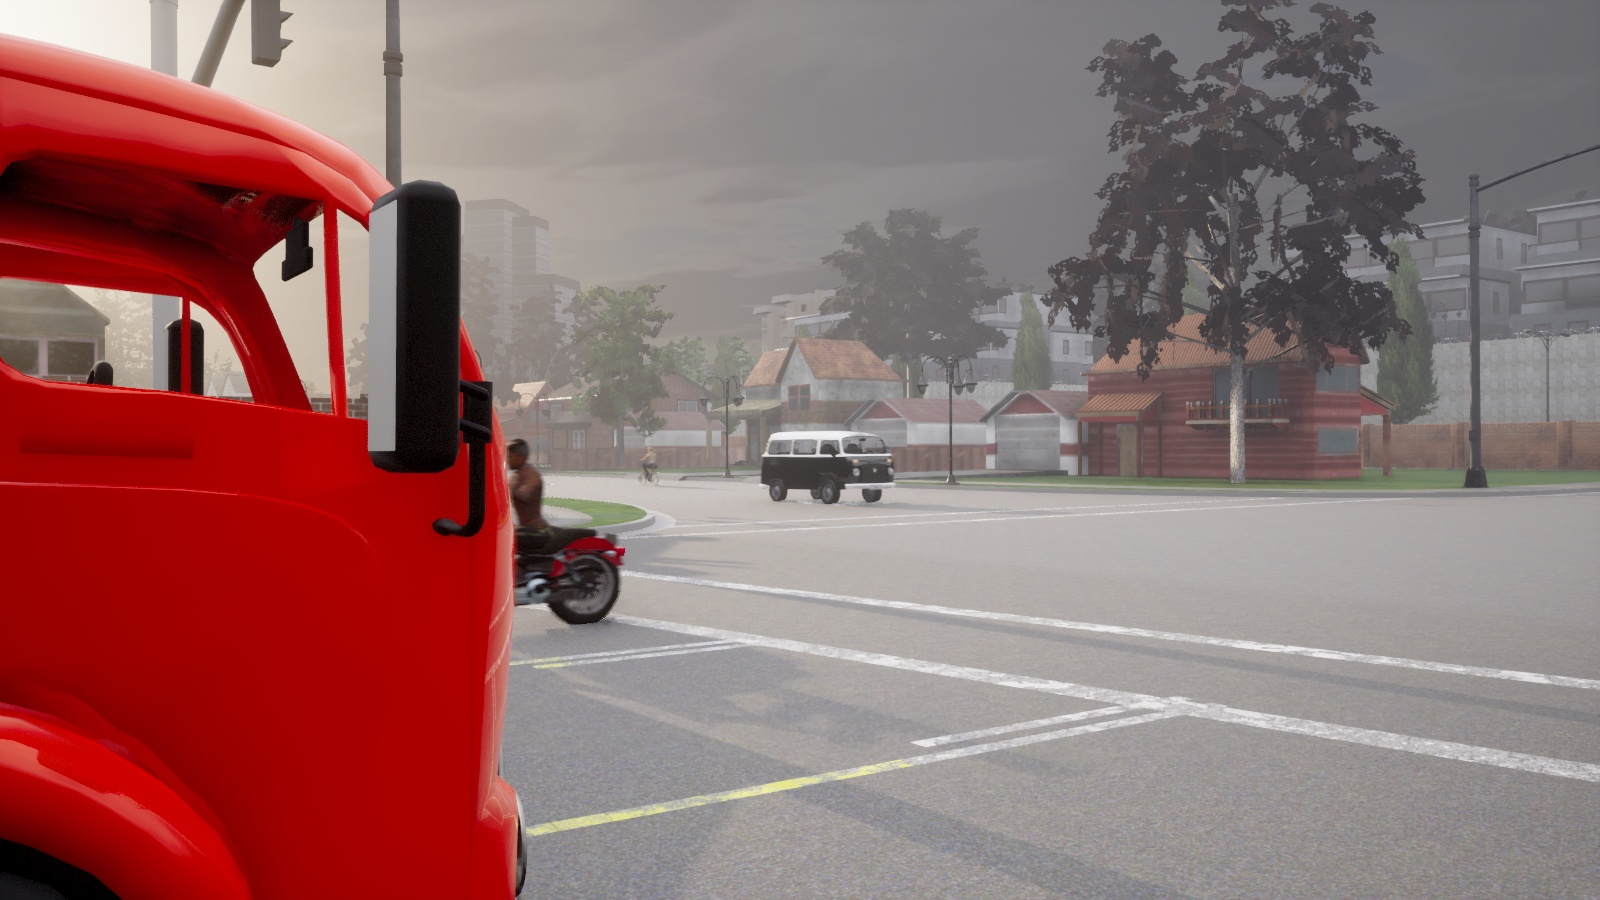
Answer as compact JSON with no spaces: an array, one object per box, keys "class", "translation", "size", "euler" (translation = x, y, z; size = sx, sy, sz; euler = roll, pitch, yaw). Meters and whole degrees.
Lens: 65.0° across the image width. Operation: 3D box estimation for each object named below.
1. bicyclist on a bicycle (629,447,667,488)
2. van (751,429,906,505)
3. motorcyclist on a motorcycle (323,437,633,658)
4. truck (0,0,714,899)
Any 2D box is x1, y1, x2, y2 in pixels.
[{"class":"bicyclist on a bicycle","translation":[-6.181,0.695,51.006],"size":[0.866,1.612,1.509],"euler":[-1,0,-37]},{"class":"van","translation":[0.743,0.464,35.693],"size":[2.069,2.038,4.480],"euler":[-1,0,-36]},{"class":"motorcyclist on a motorcycle","translation":[-2.613,0.724,10.369],"size":[2.350,1.649,0.766],"euler":[0,0,-35]},{"class":"truck","translation":[-3.027,0.263,1.582],"size":[5.204,2.467,2.627],"euler":[0,0,-34]}]
